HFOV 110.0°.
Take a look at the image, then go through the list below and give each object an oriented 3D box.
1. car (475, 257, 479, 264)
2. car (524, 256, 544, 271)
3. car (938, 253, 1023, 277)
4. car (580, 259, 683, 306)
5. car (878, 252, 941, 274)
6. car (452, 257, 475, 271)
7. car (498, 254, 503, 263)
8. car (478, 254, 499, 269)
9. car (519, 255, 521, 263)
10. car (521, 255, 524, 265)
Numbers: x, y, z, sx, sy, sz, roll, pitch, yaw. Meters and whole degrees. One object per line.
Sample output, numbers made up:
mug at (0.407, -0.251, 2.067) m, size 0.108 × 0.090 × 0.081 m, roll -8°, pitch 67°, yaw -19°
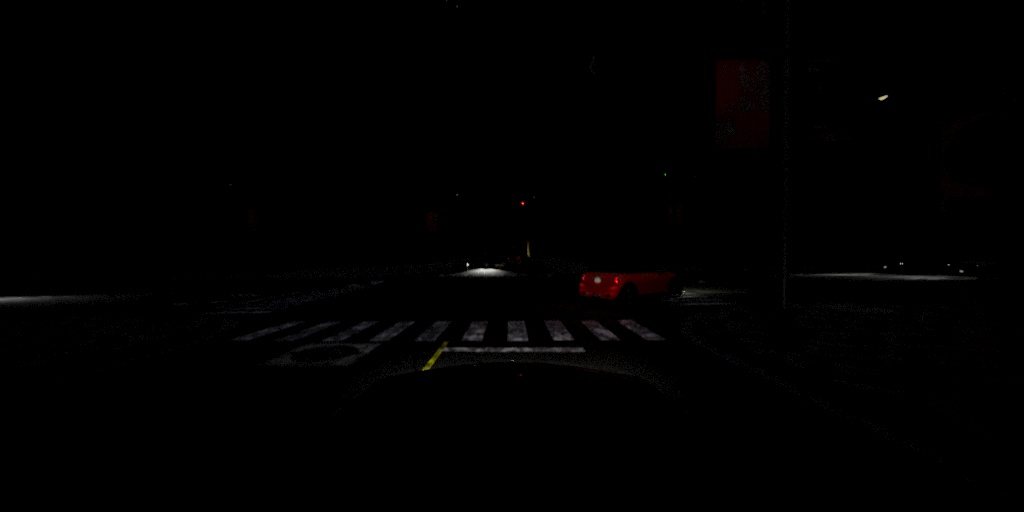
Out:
car at (-5.838, 0.939, 46.198) m, size 2.007 × 1.370 × 4.403 m, roll 0°, pitch 0°, yaw 0°
car at (2.713, 0.977, 41.248) m, size 2.007 × 1.370 × 4.403 m, roll 0°, pitch 0°, yaw 0°
car at (30.486, 0.608, 22.560) m, size 4.718 × 1.301 × 1.895 m, roll -1°, pitch 1°, yaw 0°
car at (4.937, 0.891, 14.627) m, size 4.553 × 1.767 × 2.097 m, roll -1°, pitch 1°, yaw -36°
car at (29.327, 0.486, 25.805) m, size 4.902 × 1.511 × 2.128 m, roll -1°, pitch 1°, yaw 0°
car at (-5.812, 0.979, 41.206) m, size 2.007 × 1.370 × 4.403 m, roll 0°, pitch 0°, yaw 0°
car at (-3.207, 0.792, 64.611) m, size 2.033 × 1.411 × 5.357 m, roll 0°, pitch 0°, yaw 0°
car at (-3.166, 0.874, 46.900) m, size 2.128 × 1.511 × 4.902 m, roll 0°, pitch 0°, yaw 0°
car at (2.626, 0.848, 57.580) m, size 2.007 × 1.370 × 4.403 m, roll 0°, pitch 0°, yaw 0°
car at (2.655, 0.885, 52.137) m, size 1.888 × 1.381 × 4.507 m, roll 0°, pitch 0°, yaw 0°
